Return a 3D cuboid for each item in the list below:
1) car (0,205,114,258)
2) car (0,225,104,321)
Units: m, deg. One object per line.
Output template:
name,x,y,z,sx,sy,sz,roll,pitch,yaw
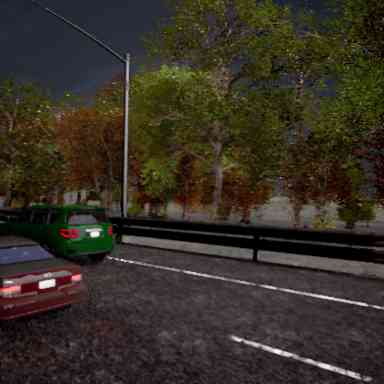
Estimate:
car,-5.272,1.481,12.456,5.566,2.045,2.150,0,-2,38
car,-4.547,1.684,7.446,5.357,1.411,2.033,0,-2,38
